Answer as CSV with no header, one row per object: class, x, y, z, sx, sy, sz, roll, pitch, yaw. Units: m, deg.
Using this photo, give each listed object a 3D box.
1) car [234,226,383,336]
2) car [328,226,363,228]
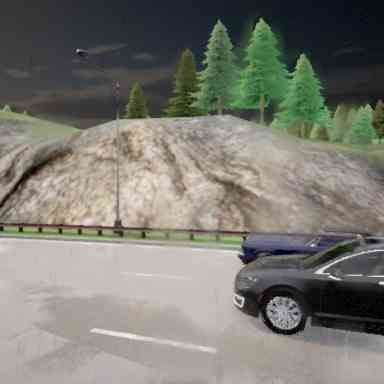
car,3.142,1.505,5.471,4.892,1.490,1.837,0,0,22
car,3.688,1.598,9.040,4.718,1.301,1.895,0,0,22
